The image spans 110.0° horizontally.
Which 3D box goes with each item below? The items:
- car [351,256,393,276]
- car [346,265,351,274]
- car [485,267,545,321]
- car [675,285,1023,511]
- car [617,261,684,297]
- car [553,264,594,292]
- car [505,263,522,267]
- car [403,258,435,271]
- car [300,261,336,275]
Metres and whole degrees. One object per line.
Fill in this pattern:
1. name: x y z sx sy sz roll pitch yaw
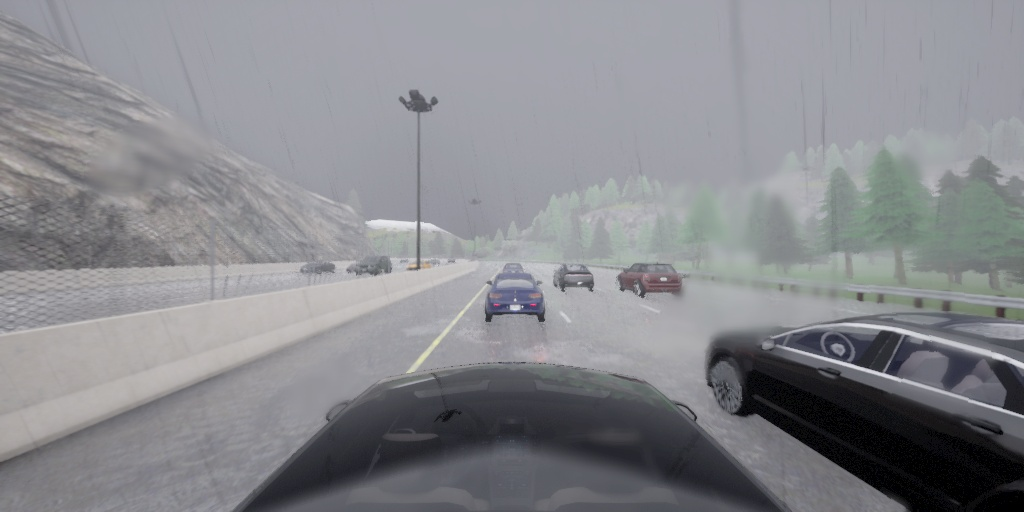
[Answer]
1. car: -14.098 0.977 37.013 2.150 2.045 5.566 0 0 0
2. car: -17.603 1.284 41.925 1.812 1.442 4.674 0 0 0
3. car: 0.086 1.278 12.349 1.812 1.442 4.674 0 0 0
4. car: 3.599 1.242 3.040 2.128 1.511 4.902 0 0 0
5. car: 7.099 1.106 18.899 2.097 1.767 4.553 0 0 0
6. car: 3.598 1.246 21.487 2.128 1.511 4.902 0 0 0
7. car: 0.098 1.304 30.563 2.033 1.411 5.357 0 0 0
8. car: -10.608 1.236 41.247 1.882 1.535 5.008 0 0 0
9. car: -21.094 1.249 39.158 2.128 1.511 4.902 0 0 0
